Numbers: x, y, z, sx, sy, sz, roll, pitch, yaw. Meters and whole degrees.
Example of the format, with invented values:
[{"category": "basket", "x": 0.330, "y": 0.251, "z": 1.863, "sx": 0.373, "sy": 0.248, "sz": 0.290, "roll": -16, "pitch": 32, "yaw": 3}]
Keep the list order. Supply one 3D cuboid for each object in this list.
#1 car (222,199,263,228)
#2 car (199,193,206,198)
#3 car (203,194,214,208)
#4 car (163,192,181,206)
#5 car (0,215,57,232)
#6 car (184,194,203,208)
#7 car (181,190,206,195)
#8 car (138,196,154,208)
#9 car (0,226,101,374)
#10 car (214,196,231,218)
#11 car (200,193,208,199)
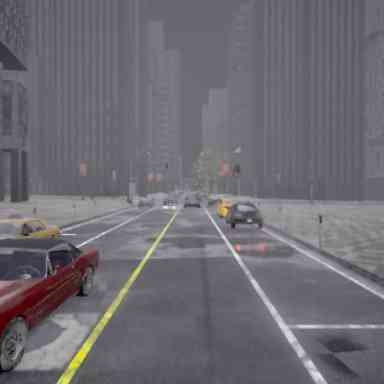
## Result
[{"category": "car", "x": 3.148, "y": 1.371, "z": 20.515, "sx": 1.812, "sy": 1.442, "sz": 4.674, "roll": 0, "pitch": 0, "yaw": 0}, {"category": "car", "x": 3.053, "y": 0.873, "z": 95.427, "sx": 2.008, "sy": 1.369, "sz": 4.403, "roll": 0, "pitch": 0, "yaw": 1}, {"category": "car", "x": 2.764, "y": 1.240, "z": 42.220, "sx": 2.008, "sy": 1.369, "sz": 4.403, "roll": 0, "pitch": 0, "yaw": 0}, {"category": "car", "x": -3.000, "y": 1.120, "z": 47.848, "sx": 1.994, "sy": 1.385, "sz": 4.181, "roll": 0, "pitch": 0, "yaw": 0}, {"category": "car", "x": -5.761, "y": 1.444, "z": 10.559, "sx": 1.752, "sy": 1.417, "sz": 4.829, "roll": 0, "pitch": 0, "yaw": 0}, {"category": "car", "x": 0.045, "y": 1.254, "z": 42.172, "sx": 1.994, "sy": 1.385, "sz": 4.181, "roll": 0, "pitch": 0, "yaw": 1}, {"category": "car", "x": 0.260, "y": 0.966, "z": 52.894, "sx": 2.097, "sy": 1.767, "sz": 4.553, "roll": 0, "pitch": 0, "yaw": 16}, {"category": "car", "x": -5.761, "y": 1.239, "z": 42.223, "sx": 2.008, "sy": 1.369, "sz": 4.403, "roll": 0, "pitch": 0, "yaw": 0}, {"category": "car", "x": -3.100, "y": 1.557, "z": 5.672, "sx": 1.895, "sy": 1.301, "sz": 4.718, "roll": 0, "pitch": 0, "yaw": 0}, {"category": "car", "x": 3.140, "y": 1.271, "z": 27.514, "sx": 1.882, "sy": 1.535, "sz": 5.008, "roll": 0, "pitch": 0, "yaw": 0}, {"category": "car", "x": 2.953, "y": 0.948, "z": 84.402, "sx": 2.008, "sy": 1.369, "sz": 4.403, "roll": 0, "pitch": 0, "yaw": 1}]
